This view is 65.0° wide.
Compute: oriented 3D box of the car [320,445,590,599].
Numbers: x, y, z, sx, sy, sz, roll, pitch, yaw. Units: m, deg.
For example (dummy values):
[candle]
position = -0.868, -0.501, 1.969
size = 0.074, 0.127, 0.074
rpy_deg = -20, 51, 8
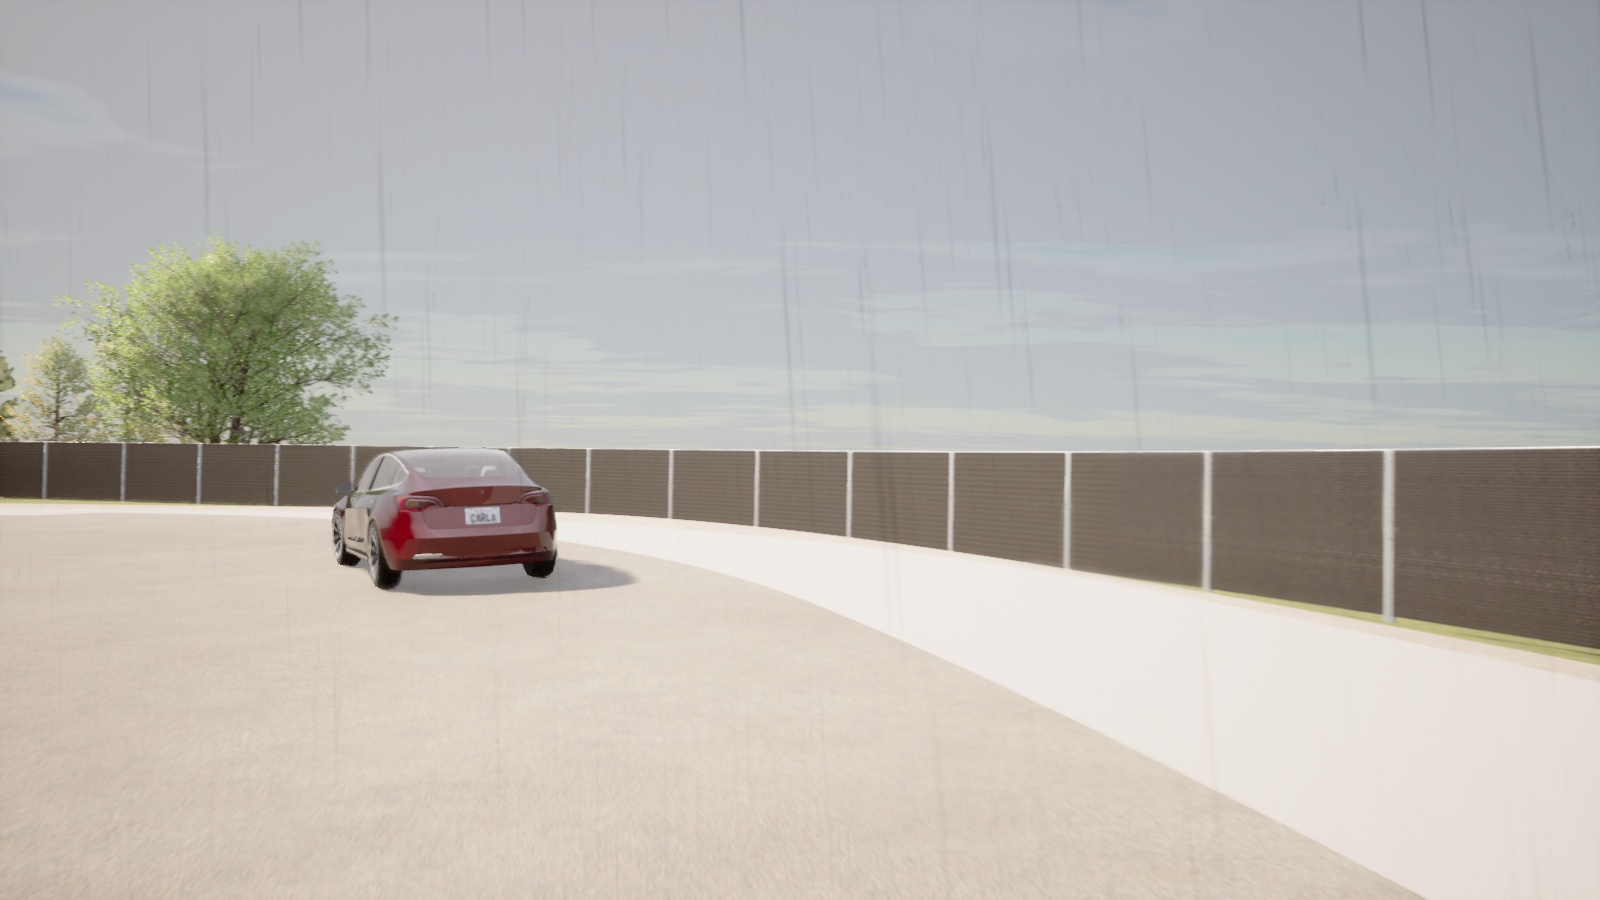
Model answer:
[car]
position = -4.345, 0.716, 15.168
size = 2.163, 1.488, 4.792
rpy_deg = -2, 1, -27
